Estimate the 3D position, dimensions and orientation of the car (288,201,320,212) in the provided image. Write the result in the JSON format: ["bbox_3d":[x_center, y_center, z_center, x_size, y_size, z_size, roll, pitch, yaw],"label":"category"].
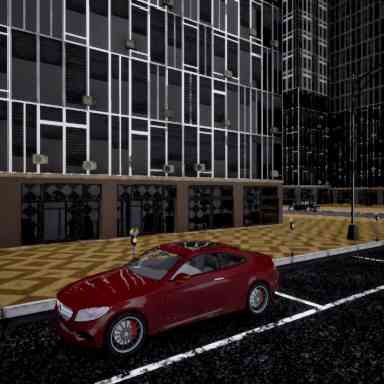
[{"bbox_3d":[15.182,1.899,45.290,2.008,1.369,4.403,-1,0,-36],"label":"car"}]

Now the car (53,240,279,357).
[{"bbox_3d":[-0.209,1.582,5.951,4.206,1.307,1.802,0,0,-35],"label":"car"}]
